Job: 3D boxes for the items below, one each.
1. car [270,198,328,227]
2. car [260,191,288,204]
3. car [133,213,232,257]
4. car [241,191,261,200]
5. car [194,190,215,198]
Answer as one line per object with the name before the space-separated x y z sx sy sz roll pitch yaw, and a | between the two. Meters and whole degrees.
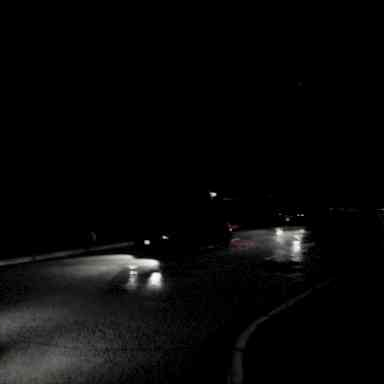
car | 7.273 1.330 21.553 2.128 1.511 4.902 -1 0 41
car | 10.847 0.893 39.488 1.895 1.301 4.718 0 2 -38
car | -0.244 1.531 12.936 1.994 1.385 4.181 -1 0 42
car | 9.066 0.568 46.067 4.902 1.511 2.128 3 2 43
car | 1.398 0.252 53.008 4.718 1.301 1.895 3 2 42
